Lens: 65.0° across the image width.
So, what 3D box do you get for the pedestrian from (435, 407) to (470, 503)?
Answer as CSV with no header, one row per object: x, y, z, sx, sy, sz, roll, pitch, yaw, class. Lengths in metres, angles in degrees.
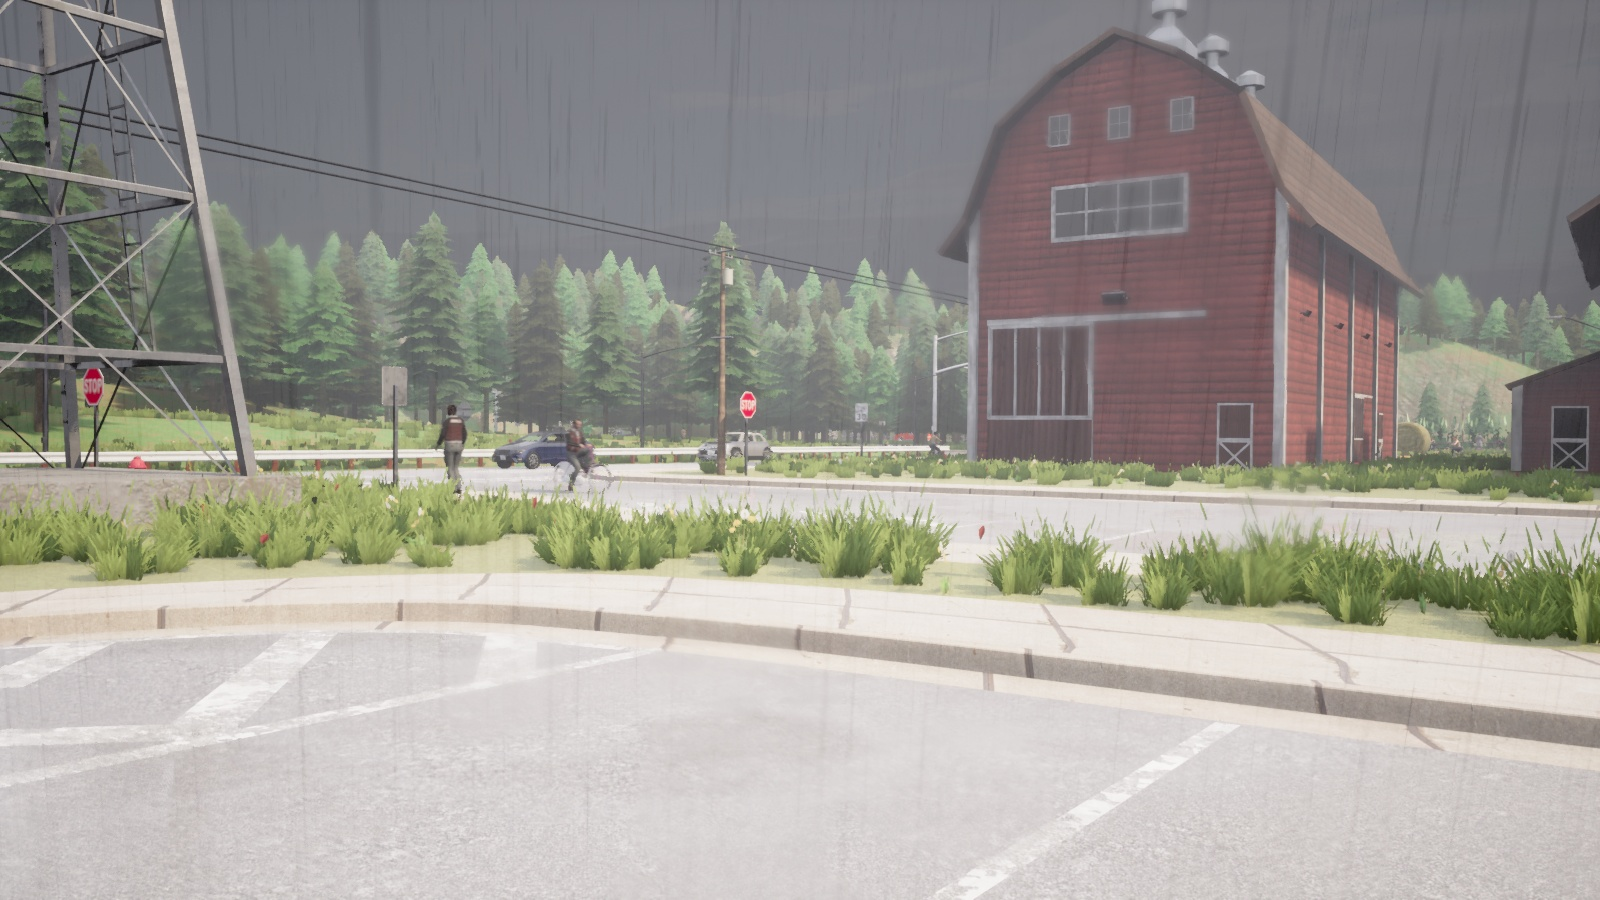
-7.070,0.102,25.573,0.402,1.930,0.666,-1,1,-43,pedestrian

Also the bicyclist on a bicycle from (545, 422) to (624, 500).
-5.066,0.245,29.474,1.843,1.776,0.659,0,1,34,bicyclist on a bicycle

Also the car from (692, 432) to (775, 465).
-3.077,-0.081,58.988,1.970,1.475,3.806,0,1,34,car

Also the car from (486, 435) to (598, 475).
-9.974,0.169,48.828,1.816,1.474,4.193,0,1,34,car
